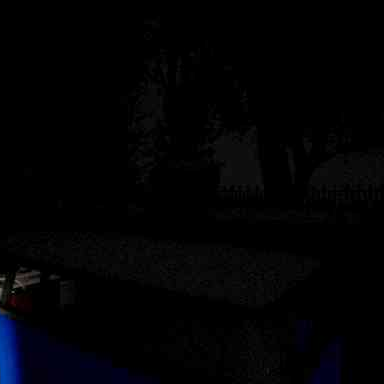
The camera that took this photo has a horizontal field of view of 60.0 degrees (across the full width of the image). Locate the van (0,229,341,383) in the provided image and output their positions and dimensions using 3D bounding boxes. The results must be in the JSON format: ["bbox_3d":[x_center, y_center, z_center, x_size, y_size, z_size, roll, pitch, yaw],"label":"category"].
[{"bbox_3d":[-0.690,1.341,3.203,3.998,1.788,1.690,0,0,35],"label":"van"}]
